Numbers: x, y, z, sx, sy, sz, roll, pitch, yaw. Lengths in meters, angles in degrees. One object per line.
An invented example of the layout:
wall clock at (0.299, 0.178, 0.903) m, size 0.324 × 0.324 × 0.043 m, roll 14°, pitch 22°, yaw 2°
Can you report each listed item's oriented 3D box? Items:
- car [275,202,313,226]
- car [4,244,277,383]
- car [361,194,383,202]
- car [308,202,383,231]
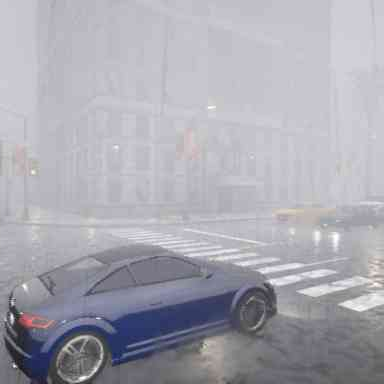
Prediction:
car at (8.108, 1.479, 23.858) m, size 5.008 × 1.535 × 1.882 m, roll 0°, pitch 0°, yaw -34°
car at (-0.620, 1.565, 5.346) m, size 4.181 × 1.385 × 1.994 m, roll 0°, pitch 0°, yaw -34°
car at (16.612, 1.223, 29.451) m, size 5.566 × 2.045 × 2.150 m, roll 0°, pitch 0°, yaw -33°
car at (10.024, 1.548, 20.933) m, size 5.357 × 1.411 × 2.033 m, roll 0°, pitch 0°, yaw -34°
